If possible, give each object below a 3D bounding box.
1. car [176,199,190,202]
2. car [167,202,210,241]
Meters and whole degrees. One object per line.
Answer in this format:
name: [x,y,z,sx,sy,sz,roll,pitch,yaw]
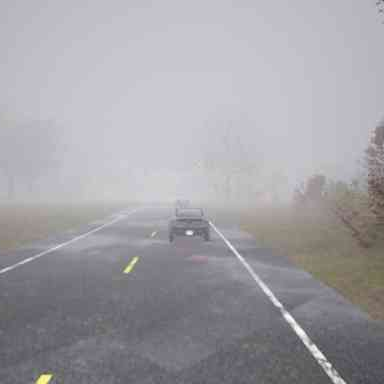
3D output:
car: [-1.028,1.439,36.569,2.033,1.411,5.357,0,0,-3]
car: [-0.166,1.470,16.479,1.837,1.490,4.892,0,0,-2]
